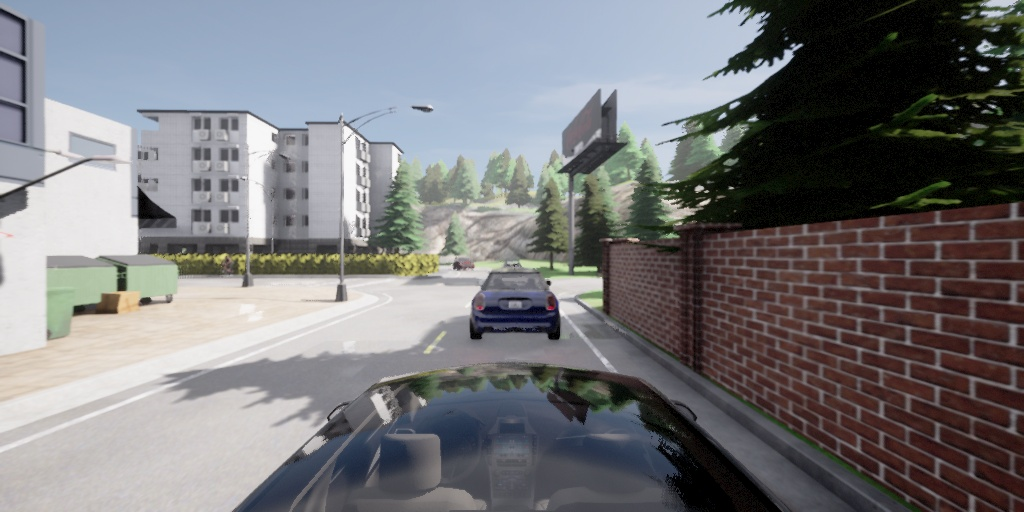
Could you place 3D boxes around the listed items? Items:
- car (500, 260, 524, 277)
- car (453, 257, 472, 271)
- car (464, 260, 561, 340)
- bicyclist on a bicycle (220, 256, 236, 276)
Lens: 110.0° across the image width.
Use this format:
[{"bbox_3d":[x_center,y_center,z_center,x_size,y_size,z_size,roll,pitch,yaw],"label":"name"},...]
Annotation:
[{"bbox_3d":[-0.080,1.149,34.865,2.128,1.511,4.902,0,0,-3],"label":"car"},{"bbox_3d":[-6.373,0.974,47.556,2.097,1.767,4.553,0,0,-20],"label":"car"},{"bbox_3d":[0.077,1.079,10.027,2.097,1.767,4.553,0,0,0],"label":"car"},{"bbox_3d":[-23.054,0.799,29.093,0.582,1.620,1.656,0,0,-1],"label":"bicyclist on a bicycle"}]
